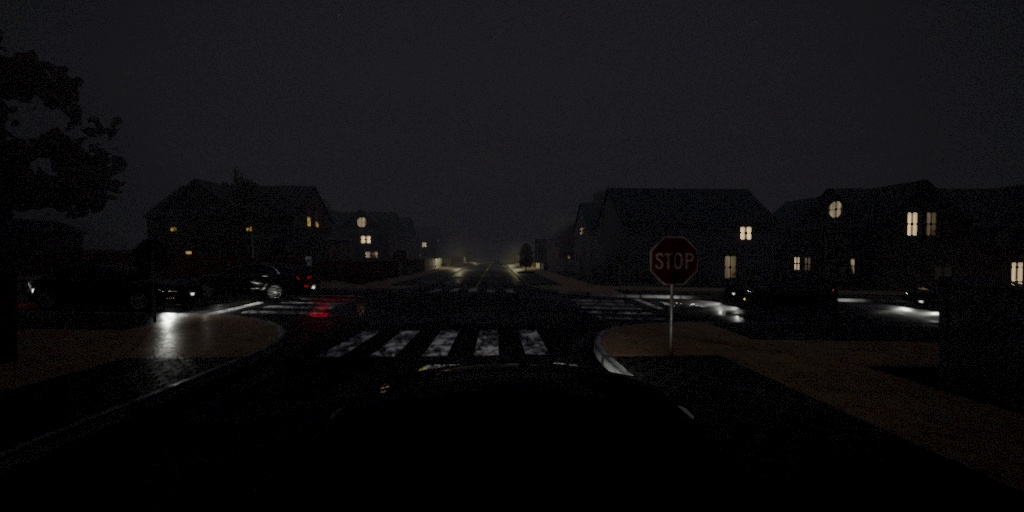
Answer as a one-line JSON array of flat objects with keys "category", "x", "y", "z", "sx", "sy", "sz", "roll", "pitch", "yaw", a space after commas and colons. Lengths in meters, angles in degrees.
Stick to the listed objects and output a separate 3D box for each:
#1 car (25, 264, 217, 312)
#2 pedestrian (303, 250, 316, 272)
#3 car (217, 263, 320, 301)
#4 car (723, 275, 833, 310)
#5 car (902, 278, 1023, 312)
[{"category": "car", "x": -13.588, "y": 1.030, "z": 12.458, "sx": 4.892, "sy": 1.490, "sz": 1.837, "roll": 1, "pitch": 1, "yaw": -2}, {"category": "pedestrian", "x": -10.398, "y": 0.596, "z": 18.399, "sx": 0.375, "sy": 1.860, "sz": 0.375, "roll": 0, "pitch": 0, "yaw": -2}, {"category": "car", "x": -10.926, "y": 1.017, "z": 15.448, "sx": 4.892, "sy": 1.490, "sz": 1.837, "roll": 1, "pitch": 0, "yaw": 2}, {"category": "car", "x": 11.931, "y": 1.559, "z": 16.120, "sx": 4.181, "sy": 1.385, "sz": 1.994, "roll": 1, "pitch": 1, "yaw": -1}, {"category": "car", "x": 21.279, "y": 1.748, "z": 16.384, "sx": 5.357, "sy": 1.411, "sz": 2.033, "roll": 1, "pitch": 1, "yaw": -2}]
